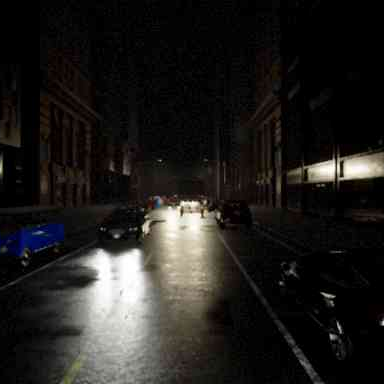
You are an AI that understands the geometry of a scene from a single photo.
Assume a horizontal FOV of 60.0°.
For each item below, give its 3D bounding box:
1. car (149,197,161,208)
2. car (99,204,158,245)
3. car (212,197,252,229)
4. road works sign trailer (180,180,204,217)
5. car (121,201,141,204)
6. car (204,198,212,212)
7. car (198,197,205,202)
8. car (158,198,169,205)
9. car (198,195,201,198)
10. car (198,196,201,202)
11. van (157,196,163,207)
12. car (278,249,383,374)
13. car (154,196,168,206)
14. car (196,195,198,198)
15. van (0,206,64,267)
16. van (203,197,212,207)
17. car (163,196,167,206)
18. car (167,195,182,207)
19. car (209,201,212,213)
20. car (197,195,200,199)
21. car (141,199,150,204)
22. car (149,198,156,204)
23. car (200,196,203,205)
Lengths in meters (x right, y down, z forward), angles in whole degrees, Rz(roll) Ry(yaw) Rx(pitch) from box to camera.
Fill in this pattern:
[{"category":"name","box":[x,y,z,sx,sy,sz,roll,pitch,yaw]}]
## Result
[{"category":"car","box":[-5.766,1.760,44.935,1.887,1.381,4.507,0,0,0]},{"category":"car","box":[-3.101,1.565,16.149,2.128,1.511,4.902,0,0,0]},{"category":"car","box":[2.761,1.418,22.474,2.192,1.841,5.009,0,0,0]},{"category":"road works sign trailer","box":[-0.002,0.617,32.700,2.380,3.560,2.880,0,0,0]},{"category":"car","box":[-5.764,1.655,27.910,1.752,1.417,4.829,0,0,0]},{"category":"car","box":[2.760,1.737,39.328,2.008,1.369,4.403,0,0,0]},{"category":"car","box":[2.754,2.031,95.516,1.887,1.381,4.507,0,0,0]},{"category":"car","box":[-5.768,1.855,67.239,1.752,1.417,4.829,0,0,0]},{"category":"car","box":[2.757,1.942,73.040,1.802,1.307,4.206,0,0,0]},{"category":"car","box":[2.757,1.913,67.422,1.802,1.307,4.206,0,0,0]},{"category":"van","box":[-5.766,1.585,50.555,1.690,1.788,3.998,0,0,0]},{"category":"car","box":[2.763,1.592,5.616,1.947,1.339,4.313,0,0,0]},{"category":"car","box":[-5.767,1.617,61.791,2.192,1.841,5.009,0,0,0]},{"category":"car","box":[2.755,2.020,89.897,1.947,1.339,4.313,0,0,0]},{"category":"van","box":[-5.762,1.392,11.227,1.690,1.788,3.998,0,0,0]},{"category":"van","box":[2.759,1.556,44.948,1.690,1.788,3.998,0,0,0]},{"category":"car","box":[-5.767,1.824,56.172,2.008,1.369,4.403,0,0,0]},{"category":"car","box":[-3.059,1.788,58.145,1.837,1.490,4.892,0,0,0]},{"category":"car","box":[2.761,1.681,28.091,2.008,1.369,4.403,0,0,0]},{"category":"car","box":[2.756,1.917,78.829,1.752,1.417,4.829,0,0,0]},{"category":"car","box":[-5.765,1.709,33.704,2.008,1.369,4.403,0,0,0]},{"category":"car","box":[-5.765,1.731,39.317,1.887,1.381,4.507,0,0,0]},{"category":"car","box":[2.758,1.799,56.355,1.752,1.417,4.829,0,0,0]}]
